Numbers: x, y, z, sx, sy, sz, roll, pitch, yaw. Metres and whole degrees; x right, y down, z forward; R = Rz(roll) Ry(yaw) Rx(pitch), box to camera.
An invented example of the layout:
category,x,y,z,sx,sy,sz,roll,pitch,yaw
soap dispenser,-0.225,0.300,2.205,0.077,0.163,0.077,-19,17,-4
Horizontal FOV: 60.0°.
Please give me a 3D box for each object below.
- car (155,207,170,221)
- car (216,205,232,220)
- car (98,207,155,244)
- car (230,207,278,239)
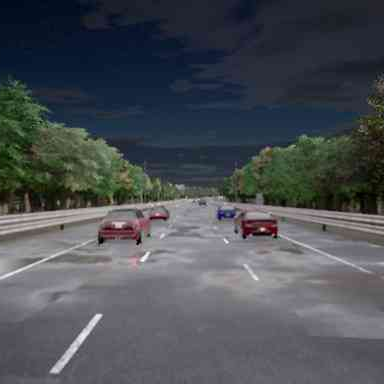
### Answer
category,x,y,z,sx,sy,sz,roll,pitch,yaw
car,-3.396,2.235,34.743,1.994,1.385,4.181,0,-1,0
car,3.604,2.168,35.650,1.882,1.535,5.008,0,-1,0
car,-3.399,1.643,17.567,2.097,1.767,4.553,0,-1,0
car,3.602,1.810,19.454,1.882,1.535,5.008,0,-1,0
